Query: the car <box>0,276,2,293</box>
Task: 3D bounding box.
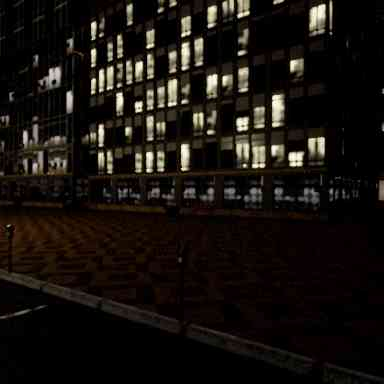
[{"bbox_3d":[-5.891,1.516,7.116,4.829,1.417,1.752,0,0,36],"label":"car"}]
